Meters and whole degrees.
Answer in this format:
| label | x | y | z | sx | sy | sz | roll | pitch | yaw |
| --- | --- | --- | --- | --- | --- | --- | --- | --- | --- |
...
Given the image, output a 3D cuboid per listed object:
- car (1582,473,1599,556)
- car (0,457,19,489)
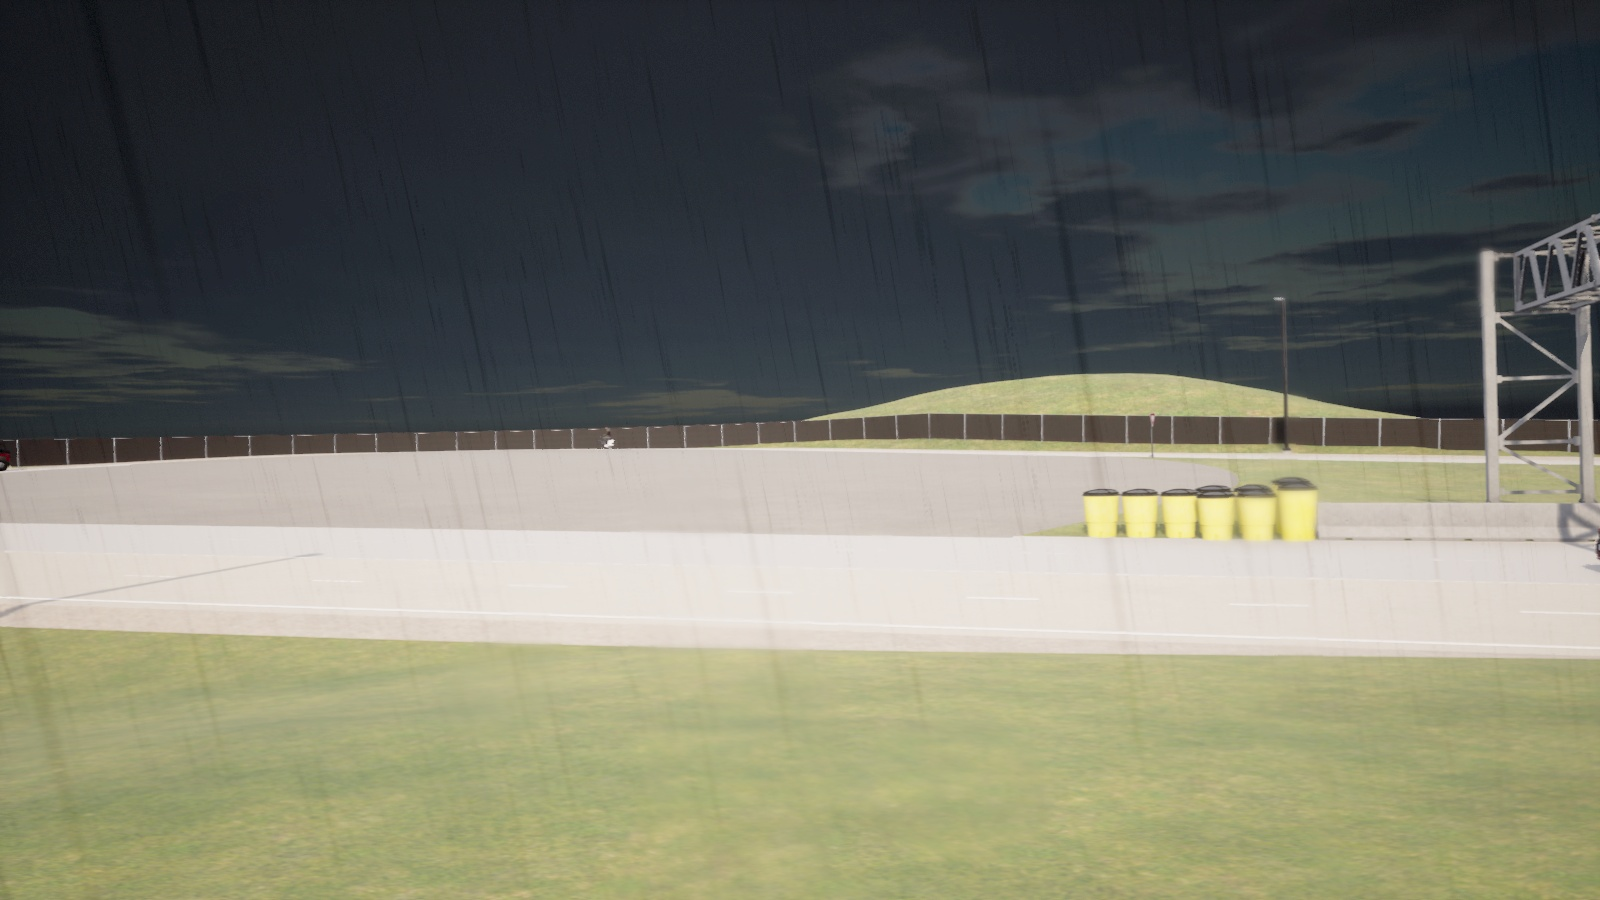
| label | x | y | z | sx | sy | sz | roll | pitch | yaw |
| --- | --- | --- | --- | --- | --- | --- | --- | --- | --- |
| car | 17.622 | 1.201 | 23.238 | 5.008 | 1.535 | 1.882 | -1 | 1 | 14 |
| car | -50.746 | 1.540 | 77.414 | 1.905 | 1.878 | 3.866 | -2 | 2 | 29 |
